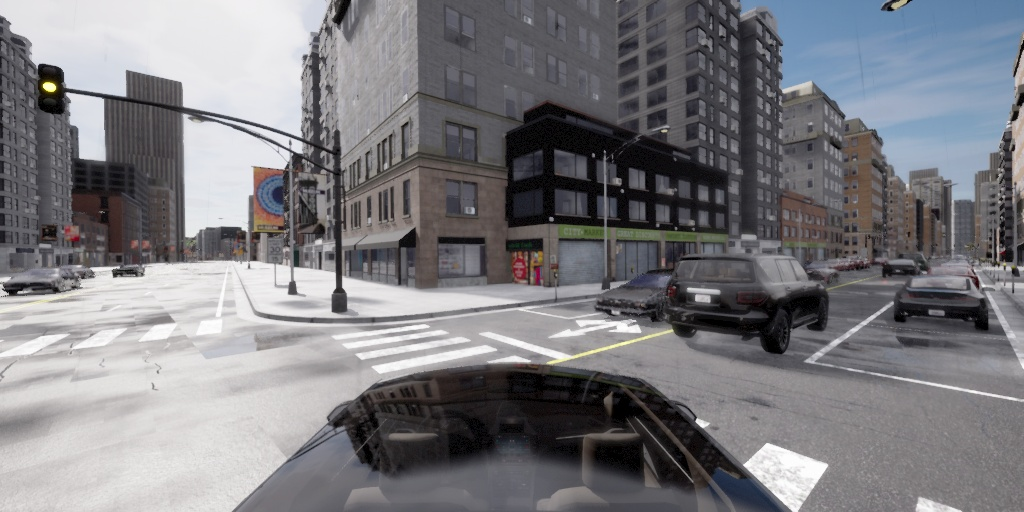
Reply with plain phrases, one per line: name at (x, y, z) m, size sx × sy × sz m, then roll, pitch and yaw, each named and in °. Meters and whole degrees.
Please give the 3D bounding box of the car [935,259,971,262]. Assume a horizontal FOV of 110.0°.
car at (30.487, 1.103, 24.690) m, size 4.507 × 1.381 × 1.888 m, roll 0°, pitch 0°, yaw -38°

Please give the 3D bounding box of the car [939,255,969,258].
car at (43.810, 0.935, 35.224) m, size 4.097 × 1.591 × 1.967 m, roll 0°, pitch 0°, yaw -38°

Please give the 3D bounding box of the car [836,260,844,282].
car at (20.969, 1.170, 24.745) m, size 4.181 × 1.385 × 1.994 m, roll 0°, pitch 0°, yaw -38°

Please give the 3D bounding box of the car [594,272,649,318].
car at (5.155, 1.268, 12.258) m, size 5.357 × 1.411 × 2.033 m, roll 0°, pitch 0°, yaw -38°

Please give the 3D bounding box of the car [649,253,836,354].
car at (5.989, 0.944, 8.965) m, size 5.566 × 2.045 × 2.150 m, roll 0°, pitch 0°, yaw -38°

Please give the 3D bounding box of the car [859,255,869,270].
car at (42.967, 0.814, 45.427) m, size 5.009 × 1.841 × 2.192 m, roll 0°, pitch 0°, yaw -38°

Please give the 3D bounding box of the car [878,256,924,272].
car at (32.088, 1.024, 29.515) m, size 5.008 × 1.535 × 1.882 m, roll 0°, pitch 0°, yaw -38°

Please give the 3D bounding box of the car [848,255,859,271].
car at (38.526, 0.955, 41.915) m, size 4.097 × 1.591 × 1.967 m, roll 0°, pitch 0°, yaw -38°

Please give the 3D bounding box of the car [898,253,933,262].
car at (40.174, 0.731, 35.961) m, size 5.566 × 2.045 × 2.150 m, roll 0°, pitch 0°, yaw -38°

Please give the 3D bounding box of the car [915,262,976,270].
car at (21.605, 1.158, 17.667) m, size 4.507 × 1.381 × 1.888 m, roll 0°, pitch 0°, yaw -38°

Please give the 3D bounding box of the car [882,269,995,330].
car at (12.723, 1.228, 10.644) m, size 4.403 × 1.370 × 2.007 m, roll 0°, pitch 0°, yaw -38°

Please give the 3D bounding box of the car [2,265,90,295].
car at (-27.669, 1.432, 21.346) m, size 2.033 × 1.411 × 5.357 m, roll -1°, pitch 0°, yaw -38°

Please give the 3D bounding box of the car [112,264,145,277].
car at (-40.884, 1.540, 38.294) m, size 1.895 × 1.301 × 4.718 m, roll -1°, pitch 0°, yaw -38°

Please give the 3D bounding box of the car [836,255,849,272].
car at (34.085, 0.973, 38.404) m, size 4.097 × 1.591 × 1.967 m, roll 0°, pitch 0°, yaw -38°

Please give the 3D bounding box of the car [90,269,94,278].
car at (-41.843, 1.535, 34.210) m, size 1.994 × 1.385 × 4.181 m, roll -1°, pitch 0°, yaw -38°
